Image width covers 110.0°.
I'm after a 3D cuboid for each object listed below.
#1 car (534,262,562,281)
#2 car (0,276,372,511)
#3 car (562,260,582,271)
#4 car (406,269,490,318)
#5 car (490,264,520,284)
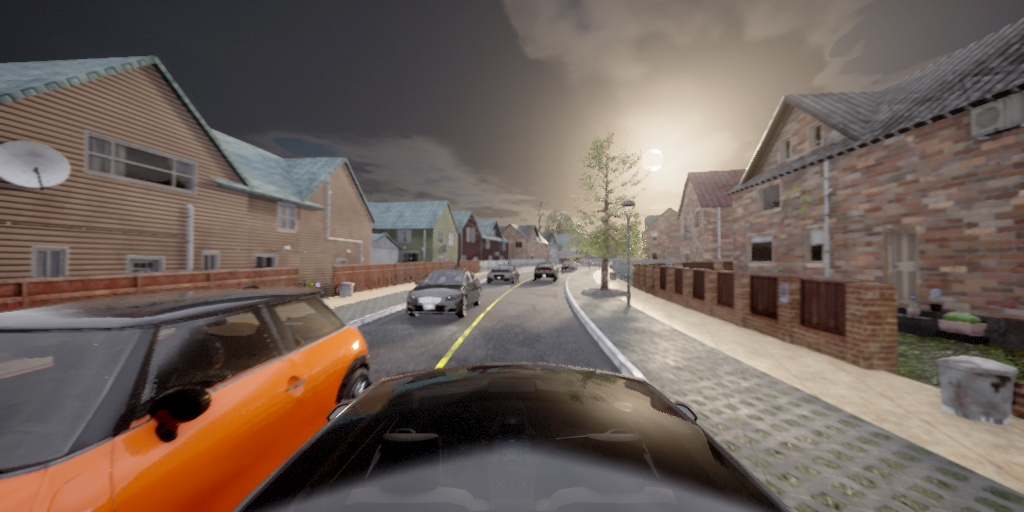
[{"bbox_3d":[2.929,1.276,30.103,1.837,1.490,4.892,0,0,11],"label":"car"},{"bbox_3d":[-2.721,1.091,2.338,2.097,1.767,4.553,0,0,1],"label":"car"},{"bbox_3d":[7.995,1.316,49.663,2.033,1.411,5.357,0,0,18],"label":"car"},{"bbox_3d":[-2.290,1.246,13.123,2.128,1.511,4.902,0,0,4],"label":"car"},{"bbox_3d":[-0.606,1.330,26.996,1.994,1.385,4.181,0,0,9],"label":"car"}]
